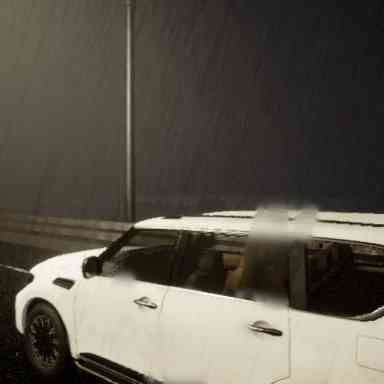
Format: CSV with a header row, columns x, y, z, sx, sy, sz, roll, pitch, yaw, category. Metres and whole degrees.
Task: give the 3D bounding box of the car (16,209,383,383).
x,y,z,sx,sy,sz,roll,pitch,yaw,category
0.268,1.221,3.811,5.566,2.045,2.150,0,0,36,car
